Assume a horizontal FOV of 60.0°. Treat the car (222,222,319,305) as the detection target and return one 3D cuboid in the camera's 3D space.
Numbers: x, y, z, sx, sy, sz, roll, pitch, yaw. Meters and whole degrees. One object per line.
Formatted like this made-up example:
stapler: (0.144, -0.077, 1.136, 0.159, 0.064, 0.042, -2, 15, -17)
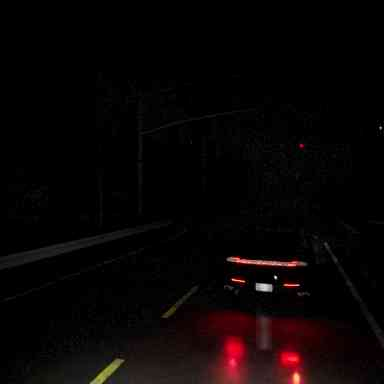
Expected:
car: (2.050, 1.491, 8.245, 2.128, 1.511, 4.902, 0, 0, 18)
